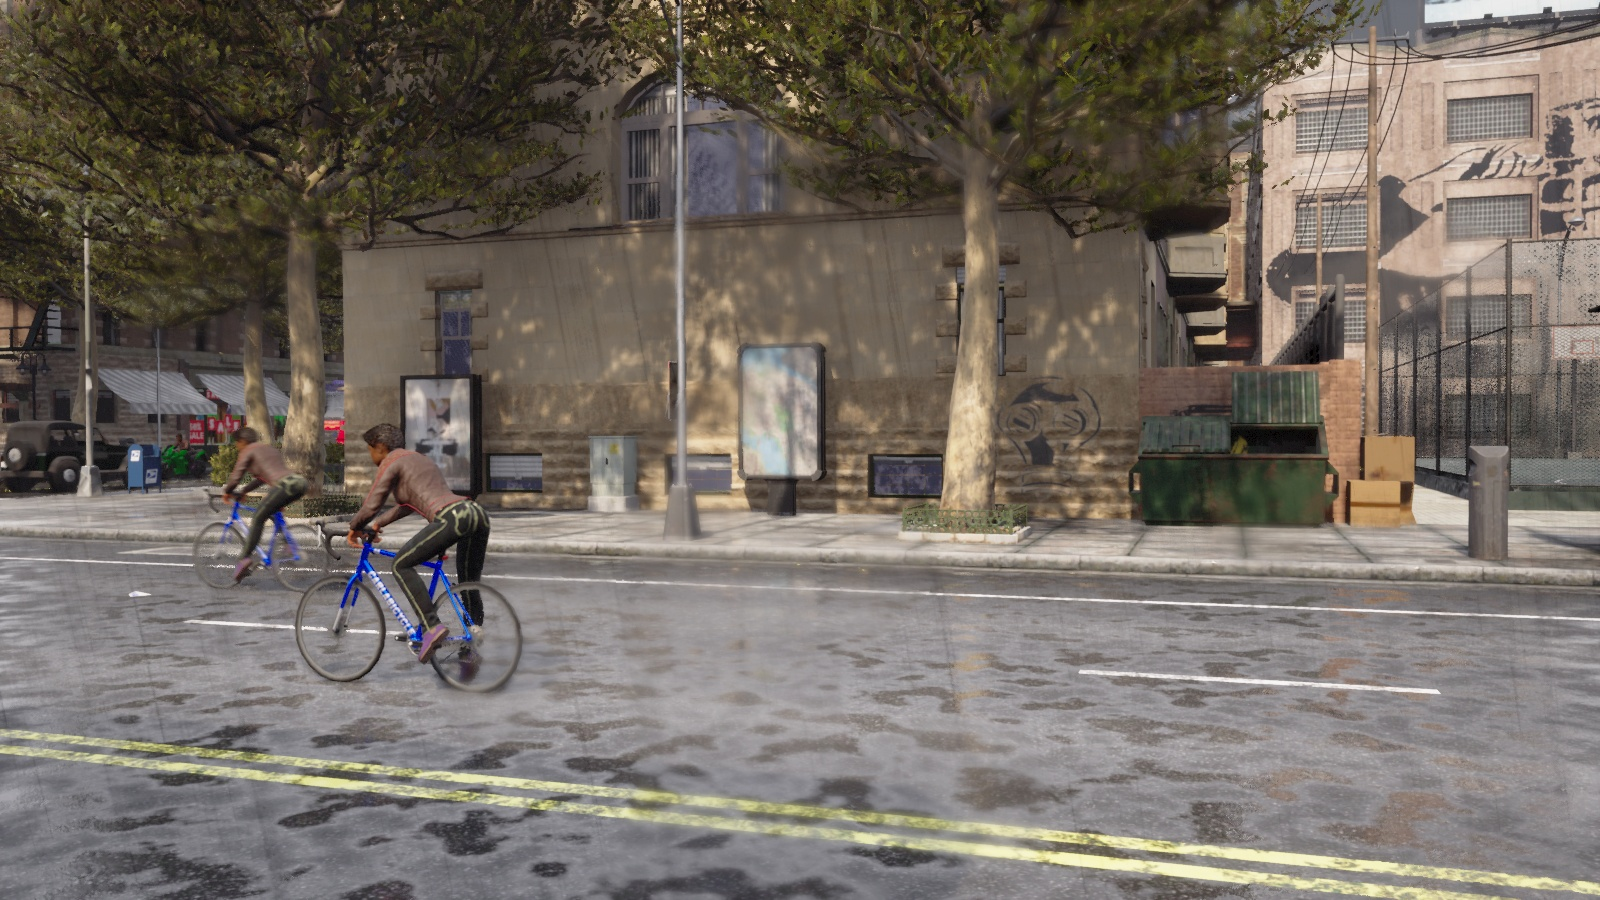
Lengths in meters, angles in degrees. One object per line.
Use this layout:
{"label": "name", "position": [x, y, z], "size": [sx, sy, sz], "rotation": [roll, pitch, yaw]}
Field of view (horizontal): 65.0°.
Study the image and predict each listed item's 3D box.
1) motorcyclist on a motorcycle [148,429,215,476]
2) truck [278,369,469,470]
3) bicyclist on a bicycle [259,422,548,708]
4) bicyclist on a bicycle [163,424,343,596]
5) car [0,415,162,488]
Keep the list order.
{"label": "motorcyclist on a motorcycle", "position": [-20.733, 0.056, 42.158], "size": [0.797, 1.523, 2.044], "rotation": [1, 1, 19]}
{"label": "truck", "position": [-17.382, -1.236, 51.987], "size": [2.891, 3.827, 8.468], "rotation": [1, 1, 19]}
{"label": "bicyclist on a bicycle", "position": [-2.431, 0.646, 7.696], "size": [1.656, 1.620, 0.582], "rotation": [1, 1, 19]}
{"label": "bicyclist on a bicycle", "position": [-5.390, 0.561, 12.378], "size": [1.656, 1.620, 0.582], "rotation": [0, 1, 19]}
{"label": "car", "position": [-19.714, -0.001, 34.284], "size": [1.905, 1.878, 3.866], "rotation": [1, 1, 18]}
